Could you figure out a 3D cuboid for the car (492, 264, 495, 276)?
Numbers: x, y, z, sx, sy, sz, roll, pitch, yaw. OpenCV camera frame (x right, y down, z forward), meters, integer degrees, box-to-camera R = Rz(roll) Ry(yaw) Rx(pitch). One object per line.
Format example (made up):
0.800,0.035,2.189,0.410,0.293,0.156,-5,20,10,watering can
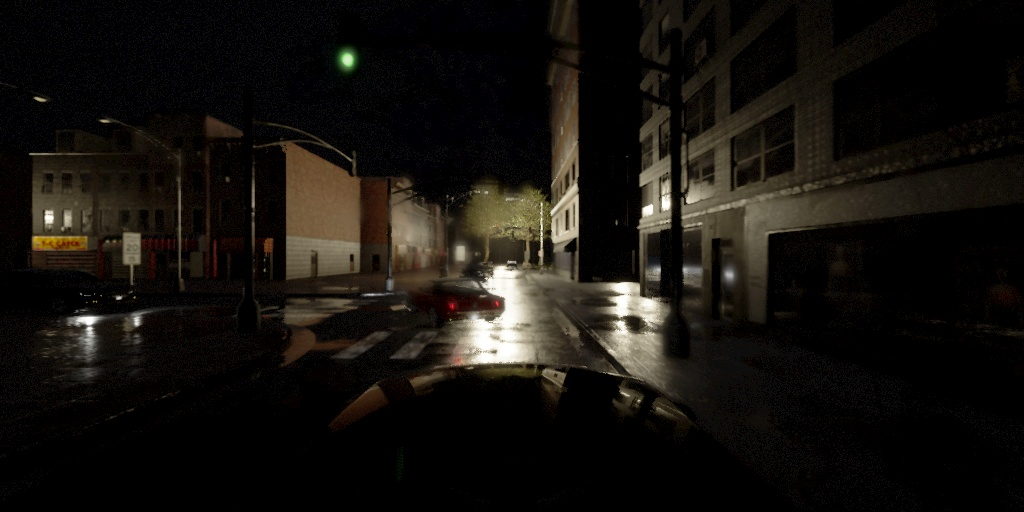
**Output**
-2.832,1.323,37.773,1.837,1.490,4.892,0,0,0,car

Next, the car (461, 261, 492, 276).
-2.844,1.324,27.708,1.812,1.442,4.674,0,0,1,car

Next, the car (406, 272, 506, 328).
-2.055,1.362,11.680,1.895,1.301,4.718,0,0,-28,car

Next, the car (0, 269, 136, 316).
-16.231,1.214,12.616,4.892,1.490,1.837,0,0,0,car
